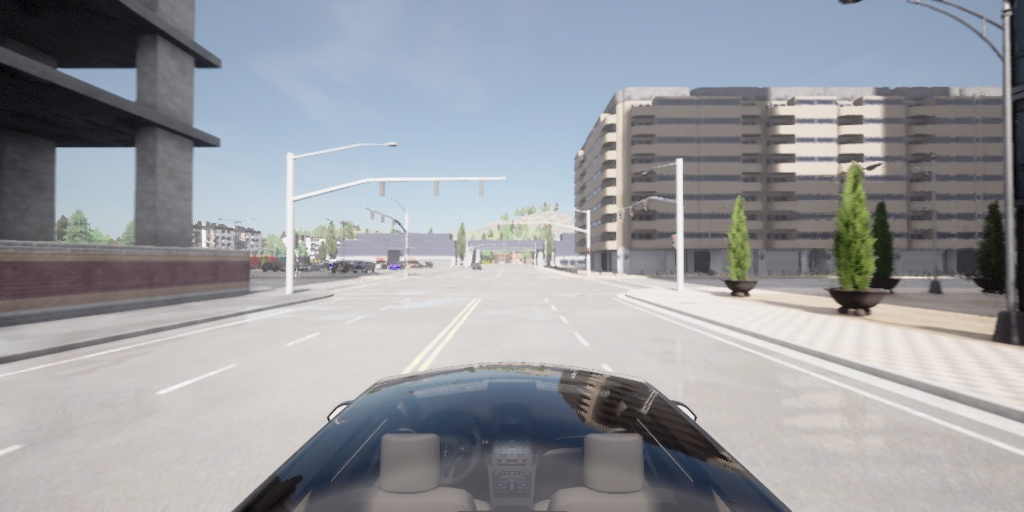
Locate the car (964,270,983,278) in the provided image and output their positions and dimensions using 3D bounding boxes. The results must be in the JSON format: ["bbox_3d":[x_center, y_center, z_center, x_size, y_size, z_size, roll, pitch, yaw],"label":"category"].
[{"bbox_3d":[49.933,1.703,36.648,5.357,1.411,2.033,0,-1,1],"label":"car"}]

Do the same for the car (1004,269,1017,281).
[{"bbox_3d":[48.957,1.674,33.169,4.181,1.385,1.994,0,-1,1],"label":"car"}]
